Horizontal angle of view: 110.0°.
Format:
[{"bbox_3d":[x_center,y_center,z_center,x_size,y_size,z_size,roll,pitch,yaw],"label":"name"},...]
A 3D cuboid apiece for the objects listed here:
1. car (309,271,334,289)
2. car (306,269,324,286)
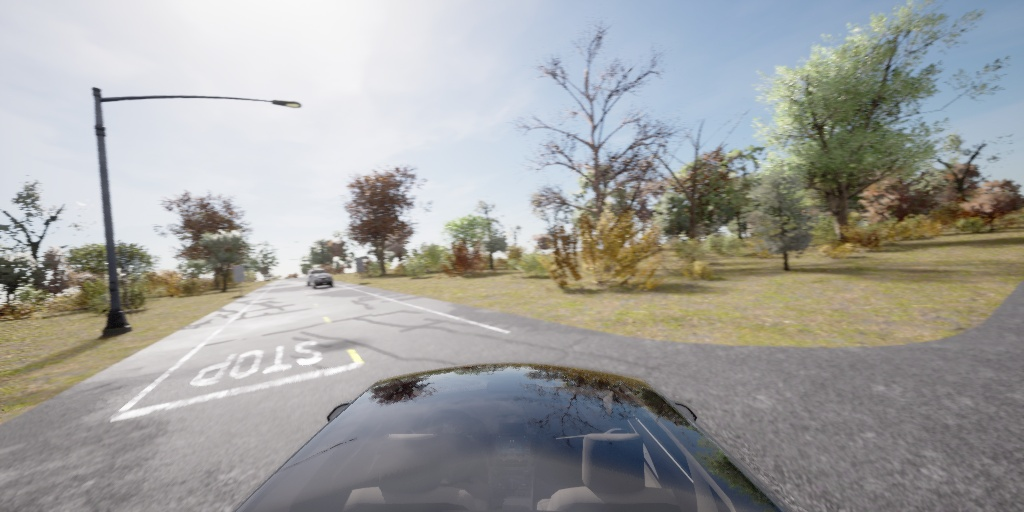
[{"bbox_3d":[-20.564,2.682,38.934,1.837,1.490,4.892,-5,0,-32],"label":"car"},{"bbox_3d":[-26.093,2.807,47.881,2.150,2.045,5.566,-5,0,-31],"label":"car"}]
